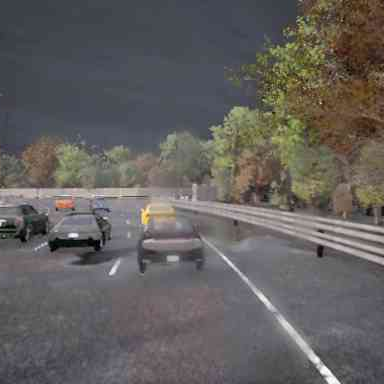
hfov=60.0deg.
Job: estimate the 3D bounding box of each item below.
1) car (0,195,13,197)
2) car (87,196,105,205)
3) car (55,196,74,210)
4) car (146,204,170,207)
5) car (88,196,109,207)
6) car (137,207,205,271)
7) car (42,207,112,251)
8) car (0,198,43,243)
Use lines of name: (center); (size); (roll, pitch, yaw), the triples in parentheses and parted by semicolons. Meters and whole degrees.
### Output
car: (-46.765, 1.546, 82.131); (4.181, 1.385, 1.994); (0, 0, 36)
car: (-16.723, 1.469, 58.031); (1.837, 1.490, 4.892); (0, 0, -31)
car: (-15.908, 1.339, 41.491); (2.097, 1.767, 4.553); (0, 0, -23)
car: (-2.088, 1.453, 20.399); (1.882, 1.535, 5.008); (0, 0, -10)
car: (-10.513, 1.524, 37.643); (2.033, 1.411, 5.357); (0, 0, -21)
car: (-0.749, 1.477, 10.874); (2.128, 1.511, 4.902); (0, 0, -6)
car: (-4.619, 1.557, 14.234); (1.994, 1.385, 4.181); (0, 0, -7)
car: (-8.446, 1.354, 16.027); (2.097, 1.767, 4.553); (0, 0, -9)
